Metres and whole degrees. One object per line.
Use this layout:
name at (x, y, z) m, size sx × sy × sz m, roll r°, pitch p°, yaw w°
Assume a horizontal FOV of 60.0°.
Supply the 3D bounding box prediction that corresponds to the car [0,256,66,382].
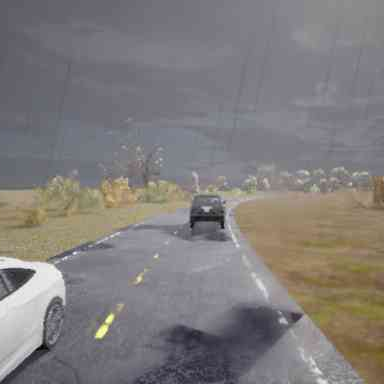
car at (-2.888, 1.512, 3.491) m, size 1.812 × 1.442 × 4.674 m, roll 0°, pitch 0°, yaw 1°

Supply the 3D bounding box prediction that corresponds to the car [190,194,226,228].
car at (1.077, 1.158, 22.036) m, size 2.150 × 2.045 × 5.566 m, roll 0°, pitch 0°, yaw 5°

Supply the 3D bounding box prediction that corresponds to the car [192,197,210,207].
car at (1.370, 1.410, 48.925) m, size 1.994 × 1.385 × 4.181 m, roll 0°, pitch 0°, yaw 10°

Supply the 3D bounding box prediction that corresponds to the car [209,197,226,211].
car at (3.131, 1.404, 40.158) m, size 1.812 × 1.442 × 4.674 m, roll 0°, pitch 0°, yaw 8°
